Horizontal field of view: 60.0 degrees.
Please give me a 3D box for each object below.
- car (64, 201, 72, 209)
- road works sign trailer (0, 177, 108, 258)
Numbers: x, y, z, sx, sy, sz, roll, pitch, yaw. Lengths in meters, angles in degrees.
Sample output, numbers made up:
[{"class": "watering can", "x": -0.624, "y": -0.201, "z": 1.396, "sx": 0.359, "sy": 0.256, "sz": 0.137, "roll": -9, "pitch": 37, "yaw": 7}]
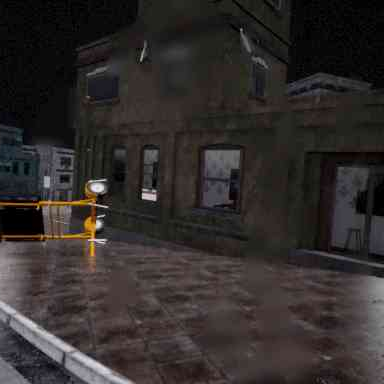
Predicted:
[{"class": "car", "x": -20.092, "y": 2.177, "z": 57.531, "sx": 2.128, "sy": 1.511, "sz": 4.902, "roll": 5, "pitch": -1, "yaw": 17}, {"class": "road works sign trailer", "x": -4.869, "y": 1.155, "z": 11.785, "sx": 3.560, "sy": 2.380, "sz": 2.880, "roll": 2, "pitch": 43, "yaw": -17}]
